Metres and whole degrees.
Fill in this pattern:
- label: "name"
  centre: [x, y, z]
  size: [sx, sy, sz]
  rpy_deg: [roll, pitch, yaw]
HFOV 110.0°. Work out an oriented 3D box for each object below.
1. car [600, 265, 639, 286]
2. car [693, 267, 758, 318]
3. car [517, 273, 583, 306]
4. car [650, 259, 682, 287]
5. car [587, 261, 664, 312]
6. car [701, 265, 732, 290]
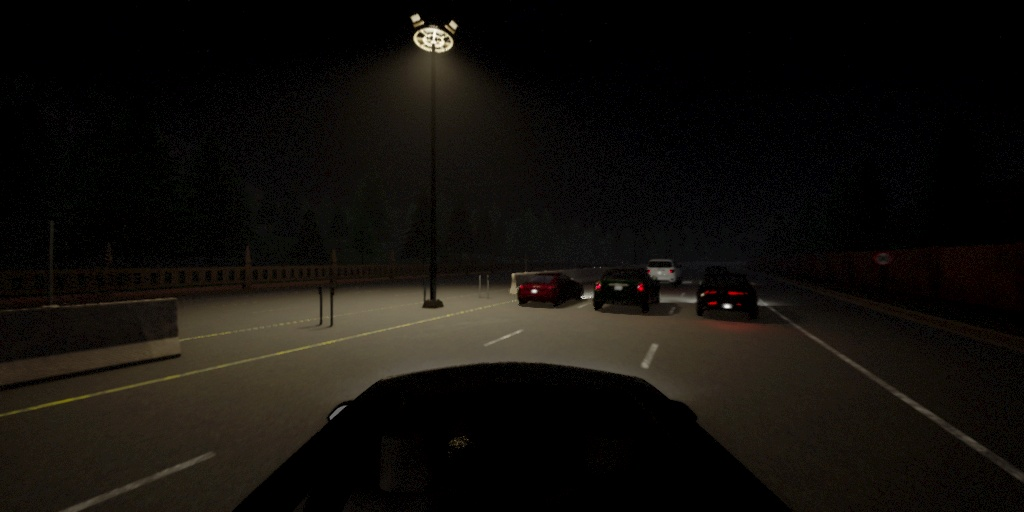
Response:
- label: "car"
  centre: [9.083, 1.541, 30.051]
  size: [2.128, 1.511, 4.902]
  rpy_deg: [0, -1, 30]
- label: "car"
  centre: [8.146, 1.380, 13.792]
  size: [1.837, 1.490, 4.892]
  rpy_deg: [0, 0, 28]
- label: "car"
  centre: [1.904, 1.478, 16.963]
  size: [1.994, 1.385, 4.181]
  rpy_deg: [0, -1, 28]
- label: "car"
  centre: [11.671, 1.243, 27.526]
  size: [2.150, 2.045, 5.566]
  rpy_deg: [0, 0, 29]
- label: "car"
  centre: [5.005, 1.244, 15.341]
  size: [2.097, 1.767, 4.553]
  rpy_deg: [0, -1, 28]
- label: "car"
  centre: [15.195, 1.512, 26.638]
  size: [1.837, 1.490, 4.892]
  rpy_deg: [0, 0, 30]
